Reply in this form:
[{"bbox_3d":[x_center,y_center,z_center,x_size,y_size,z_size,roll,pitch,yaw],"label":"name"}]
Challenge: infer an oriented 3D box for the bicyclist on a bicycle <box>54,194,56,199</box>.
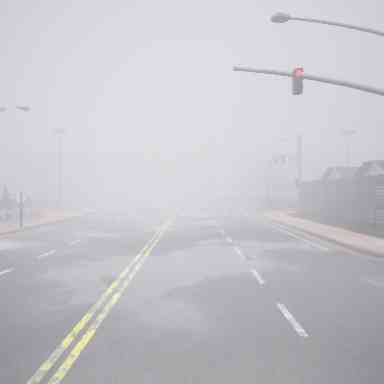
[{"bbox_3d":[-28.448,1.289,68.772,0.582,1.620,1.656,0,0,-2],"label":"bicyclist on a bicycle"}]
